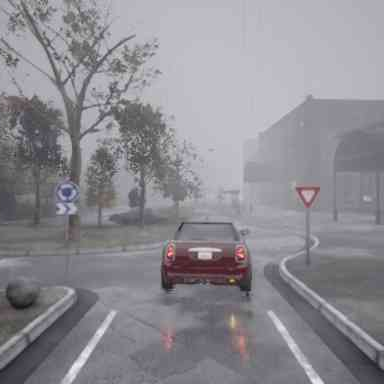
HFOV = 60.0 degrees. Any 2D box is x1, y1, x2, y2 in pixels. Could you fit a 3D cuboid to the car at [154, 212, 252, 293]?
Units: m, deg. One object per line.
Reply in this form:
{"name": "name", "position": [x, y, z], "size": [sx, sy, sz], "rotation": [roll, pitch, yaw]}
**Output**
{"name": "car", "position": [0.542, 1.455, 9.418], "size": [2.097, 1.767, 4.553], "rotation": [0, -1, 7]}

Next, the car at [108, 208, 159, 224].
{"name": "car", "position": [-4.828, 2.172, 30.488], "size": [5.357, 1.411, 2.033], "rotation": [0, -2, 5]}

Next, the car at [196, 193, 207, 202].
{"name": "car", "position": [2.299, 1.383, 78.996], "size": [2.150, 2.045, 5.566], "rotation": [0, 0, 5]}

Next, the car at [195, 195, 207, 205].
{"name": "car", "position": [1.712, 1.547, 68.251], "size": [2.150, 2.045, 5.566], "rotation": [0, 0, 3]}
